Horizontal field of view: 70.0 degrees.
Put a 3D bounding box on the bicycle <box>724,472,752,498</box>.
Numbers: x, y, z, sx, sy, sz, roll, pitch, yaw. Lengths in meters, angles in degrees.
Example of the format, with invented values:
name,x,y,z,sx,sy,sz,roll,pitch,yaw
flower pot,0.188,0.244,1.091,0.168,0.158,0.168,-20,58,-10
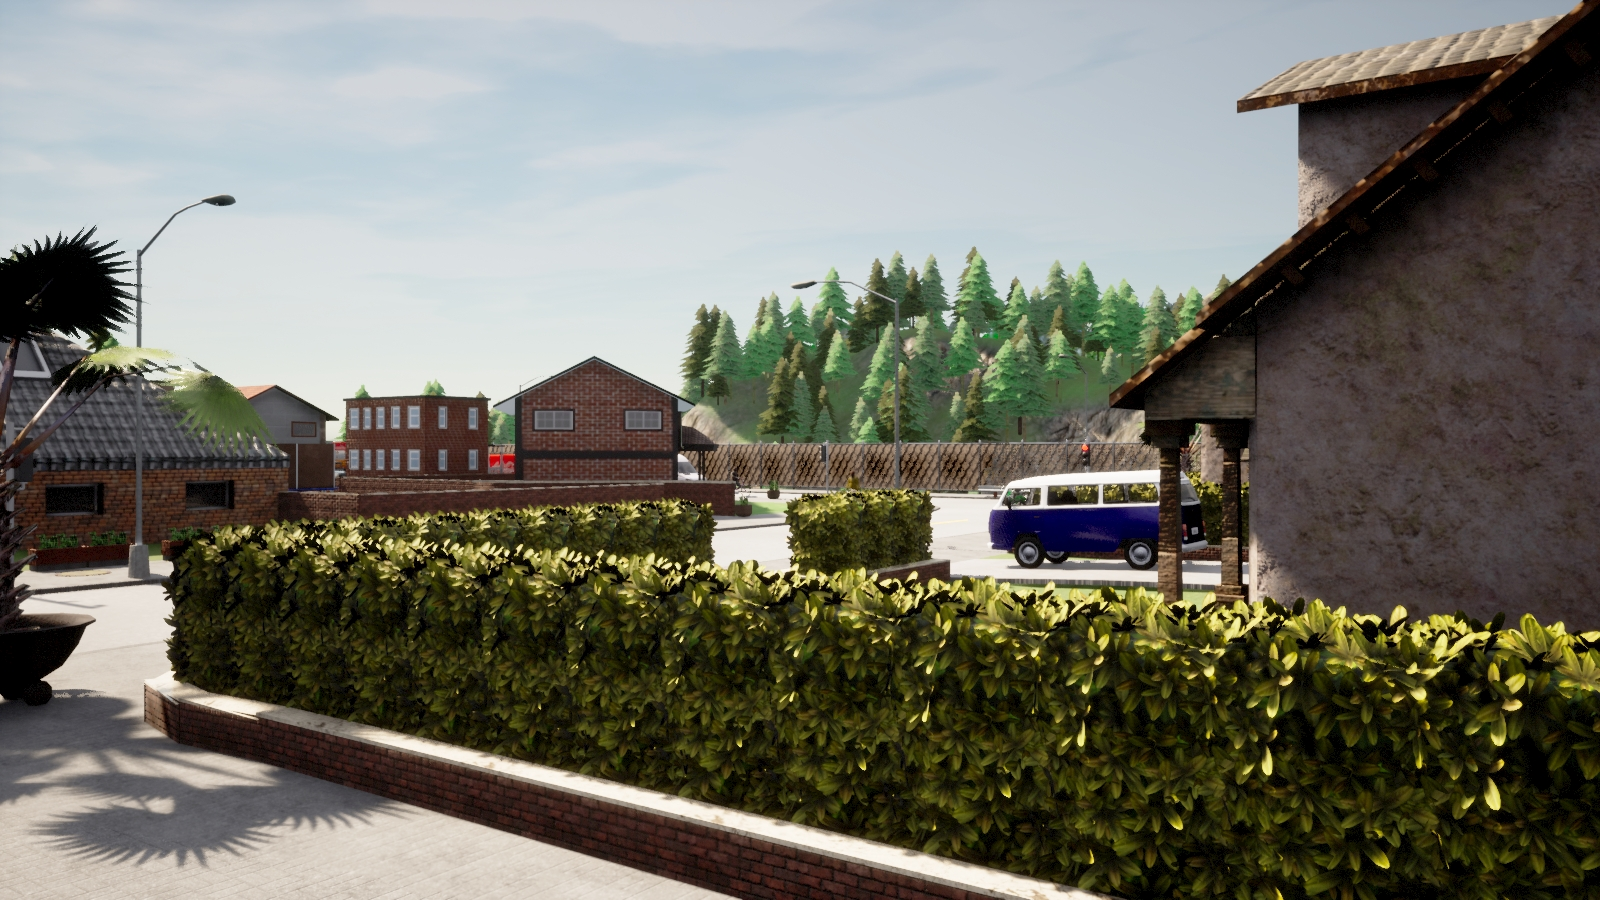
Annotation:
name,x,y,z,sx,sy,sz,roll,pitch,yaw
bicycle,-3.643,2.044,67.431,1.835,1.471,0.329,0,0,35

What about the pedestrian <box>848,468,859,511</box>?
name,x,y,z,sx,sy,sz,roll,pitch,yaw
pedestrian,2.356,1.735,50.544,0.375,1.860,0.375,0,0,27

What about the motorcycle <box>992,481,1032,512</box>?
name,x,y,z,sx,sy,sz,roll,pitch,yaw
motorcycle,9.763,2.133,52.670,1.805,1.316,0.856,0,3,-43
